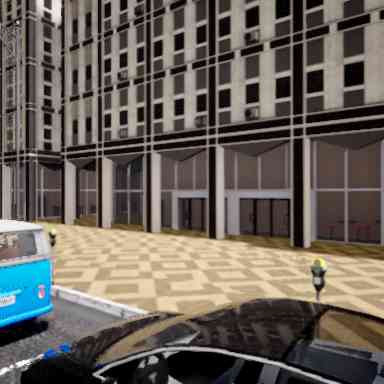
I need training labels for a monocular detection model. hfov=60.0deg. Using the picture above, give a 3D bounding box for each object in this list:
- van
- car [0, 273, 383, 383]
[{"bbox_3d":[-4.178,1.333,5.857,3.998,1.788,1.690,0,0,35],"label":"van"},{"bbox_3d":[0.458,1.565,2.551,4.313,1.339,1.947,0,0,35],"label":"car"}]
